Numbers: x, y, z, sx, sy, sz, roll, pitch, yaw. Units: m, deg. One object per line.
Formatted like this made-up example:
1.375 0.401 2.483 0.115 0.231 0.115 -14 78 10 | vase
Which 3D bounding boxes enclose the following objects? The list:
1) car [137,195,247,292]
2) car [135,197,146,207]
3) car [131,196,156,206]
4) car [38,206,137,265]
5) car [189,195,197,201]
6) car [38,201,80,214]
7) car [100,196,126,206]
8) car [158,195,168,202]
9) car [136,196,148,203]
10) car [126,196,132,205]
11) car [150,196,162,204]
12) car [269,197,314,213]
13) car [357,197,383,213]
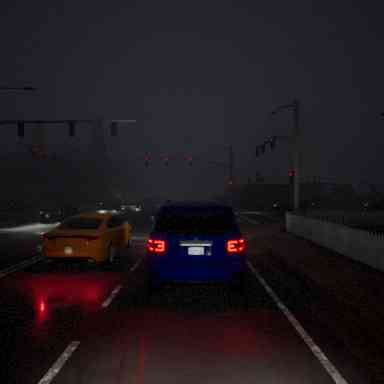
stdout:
0.087 1.221 9.050 2.150 2.045 5.566 0 0 0 | car
-3.626 1.526 33.837 1.812 1.442 4.674 -1 0 -36 | car
-6.964 1.547 48.214 2.033 1.411 5.357 0 0 0 | car
-3.392 1.478 11.674 1.882 1.535 5.008 0 0 0 | car
0.245 1.540 89.039 2.033 1.411 5.357 0 0 0 | car
-10.528 1.491 26.643 2.128 1.511 4.902 0 0 0 | car
-10.479 1.352 43.285 2.097 1.767 4.553 0 0 0 | car
-6.784 1.540 78.239 2.033 1.411 5.357 0 0 0 | car
-10.311 1.601 68.729 1.895 1.301 4.718 0 0 0 | car
-10.427 1.477 56.202 1.882 1.535 5.008 0 0 0 | car
-6.876 1.525 63.931 1.812 1.442 4.674 0 0 1 | car
10.746 1.352 36.100 4.553 1.767 2.097 0 0 -1 | car
20.528 1.352 36.316 4.553 1.767 2.097 0 0 -1 | car
